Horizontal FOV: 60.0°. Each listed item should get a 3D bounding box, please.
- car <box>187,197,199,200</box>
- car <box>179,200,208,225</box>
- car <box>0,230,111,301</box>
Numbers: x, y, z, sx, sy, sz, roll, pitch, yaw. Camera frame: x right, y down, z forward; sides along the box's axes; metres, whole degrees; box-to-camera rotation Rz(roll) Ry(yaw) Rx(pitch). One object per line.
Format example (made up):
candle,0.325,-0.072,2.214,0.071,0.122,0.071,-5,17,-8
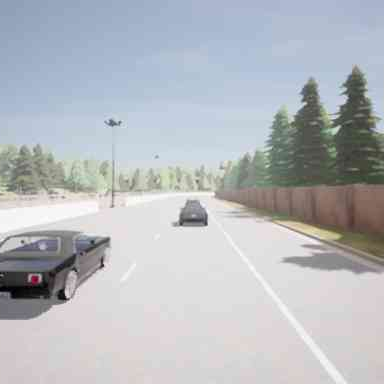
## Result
car,0.069,1.389,41.453,2.128,1.511,4.902,0,0,0
car,0.111,1.505,23.643,1.994,1.385,4.181,0,0,0
car,-3.396,1.580,8.217,1.895,1.301,4.718,0,0,0
